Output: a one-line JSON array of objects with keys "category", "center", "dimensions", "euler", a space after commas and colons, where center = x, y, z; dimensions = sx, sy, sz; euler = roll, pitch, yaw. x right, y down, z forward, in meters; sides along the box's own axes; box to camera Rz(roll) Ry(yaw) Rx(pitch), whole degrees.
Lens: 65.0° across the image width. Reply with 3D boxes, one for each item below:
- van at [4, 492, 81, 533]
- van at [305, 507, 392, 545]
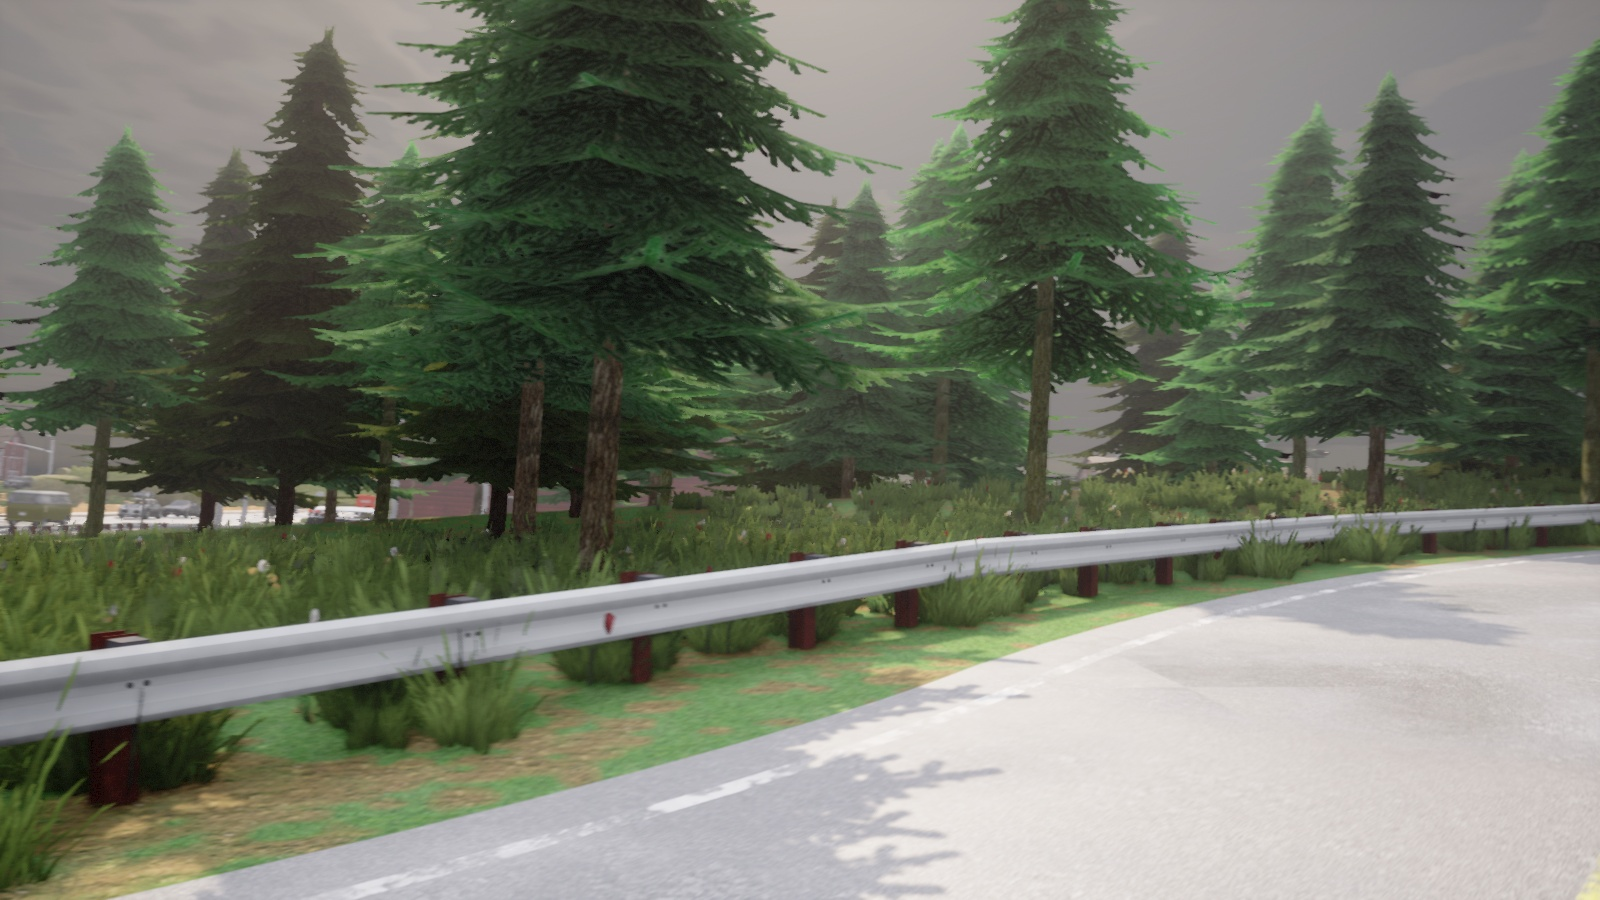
[{"category": "van", "center": [-40.738, 3.368, 67.669], "dimensions": [1.775, 1.987, 4.442], "euler": [4, -3, -8]}, {"category": "van", "center": [-27.392, 4.583, 76.240], "dimensions": [4.480, 2.038, 2.069], "euler": [4, -3, -7]}]
